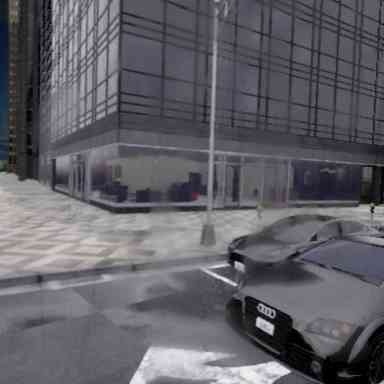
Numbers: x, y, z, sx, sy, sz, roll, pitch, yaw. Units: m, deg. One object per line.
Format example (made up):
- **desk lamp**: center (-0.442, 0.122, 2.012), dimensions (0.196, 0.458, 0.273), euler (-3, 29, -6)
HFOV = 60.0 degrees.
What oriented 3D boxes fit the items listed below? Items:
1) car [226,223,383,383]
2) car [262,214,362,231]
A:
- **car**: center (2.579, 1.397, 4.922), dimensions (4.181, 1.385, 1.994), euler (0, 3, -31)
- **car**: center (2.933, 1.254, 8.322), dimensions (4.313, 1.339, 1.947), euler (0, 3, -30)
